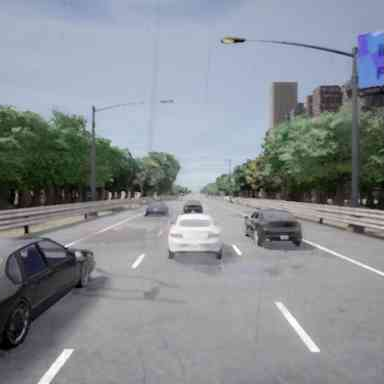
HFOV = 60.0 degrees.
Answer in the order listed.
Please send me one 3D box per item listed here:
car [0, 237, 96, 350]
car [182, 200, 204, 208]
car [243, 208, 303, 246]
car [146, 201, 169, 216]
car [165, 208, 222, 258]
[{"bbox_3d":[-3.397,1.555,6.159,2.033,1.411,5.357,0,0,0],"label":"car"},{"bbox_3d":[0.110,1.548,32.447,1.837,1.490,4.892,0,0,0],"label":"car"},{"bbox_3d":[3.604,1.523,15.400,1.837,1.490,4.892,0,0,0],"label":"car"},{"bbox_3d":[-3.391,1.609,32.907,1.994,1.385,4.181,0,0,0],"label":"car"},{"bbox_3d":[0.104,1.541,12.696,1.812,1.442,4.674,0,0,0],"label":"car"}]
